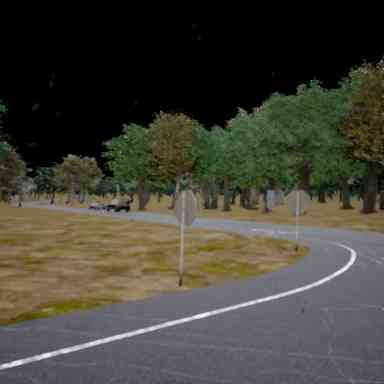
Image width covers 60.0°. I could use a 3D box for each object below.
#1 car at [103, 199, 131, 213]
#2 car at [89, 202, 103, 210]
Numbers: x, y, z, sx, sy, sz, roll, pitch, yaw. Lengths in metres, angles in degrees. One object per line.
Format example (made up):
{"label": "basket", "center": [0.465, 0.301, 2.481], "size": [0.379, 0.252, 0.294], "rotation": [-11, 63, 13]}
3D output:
{"label": "car", "center": [-11.332, 2.082, 51.212], "size": [2.150, 2.045, 5.566], "rotation": [3, -3, -34]}
{"label": "car", "center": [-16.950, 2.516, 59.352], "size": [2.128, 1.511, 4.902], "rotation": [3, -3, -34]}
